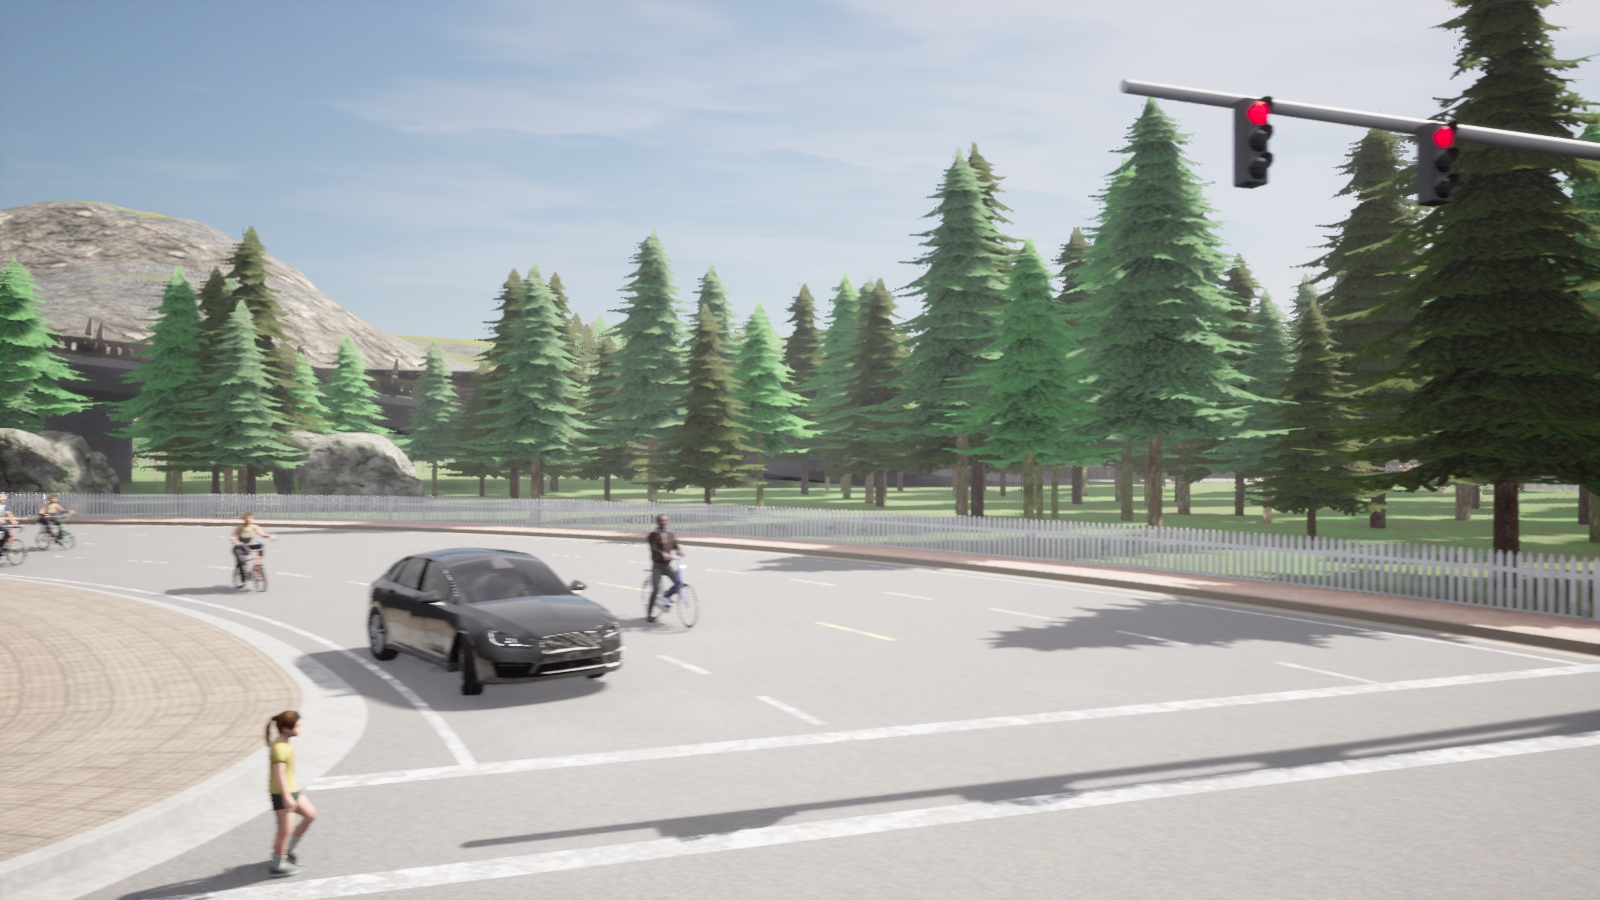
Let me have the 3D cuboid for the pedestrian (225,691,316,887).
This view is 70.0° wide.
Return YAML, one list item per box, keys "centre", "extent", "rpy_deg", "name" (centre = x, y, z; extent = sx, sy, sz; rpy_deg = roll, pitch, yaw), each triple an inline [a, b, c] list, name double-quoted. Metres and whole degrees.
- centre: [-3.459, 2.195, 7.493]
  extent: [0.500, 1.100, 0.500]
  rpy_deg: [0, 0, -20]
  name: "pedestrian"

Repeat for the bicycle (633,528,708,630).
- centre: [-2.116, 2.055, 18.499]
  extent: [0.329, 1.471, 1.835]
  rpy_deg: [0, 0, -36]
  name: "bicycle"

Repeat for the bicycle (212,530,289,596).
- centre: [-11.005, 2.240, 22.876]
  extent: [1.487, 1.126, 0.859]
  rpy_deg: [0, 1, 41]
  name: "bicycle"

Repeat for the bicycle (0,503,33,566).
- centre: [-19.641, 2.077, 28.168]
  extent: [1.643, 1.496, 0.373]
  rpy_deg: [0, 0, 22]
  name: "bicycle"

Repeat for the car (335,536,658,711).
- centre: [-4.091, 2.046, 14.763]
  extent: [2.231, 1.480, 4.892]
  rpy_deg: [0, 0, -39]
  name: "car"

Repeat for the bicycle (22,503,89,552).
- centre: [-21.183, 2.190, 32.515]
  extent: [1.487, 1.276, 0.859]
  rpy_deg: [0, 1, 19]
  name: "bicycle"
